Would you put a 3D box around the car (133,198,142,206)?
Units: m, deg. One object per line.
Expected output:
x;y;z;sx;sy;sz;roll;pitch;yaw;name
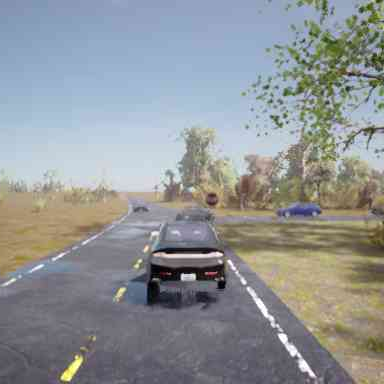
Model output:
-11.069;1.966;67.412;1.812;1.442;4.674;0;-1;-11;car

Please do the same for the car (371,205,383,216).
21.054;1.848;34.899;4.181;1.385;1.994;0;-1;-10;car

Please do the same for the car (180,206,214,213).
0.384;1.734;25.073;1.994;1.385;4.181;0;0;21;car

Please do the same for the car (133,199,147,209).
-8.302;1.912;52.892;1.994;1.385;4.181;0;0;-10;car

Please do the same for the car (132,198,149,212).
-6.623;1.833;43.108;2.033;1.411;5.357;0;0;-9;car

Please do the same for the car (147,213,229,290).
-0.151;1.555;9.259;2.128;1.511;4.902;0;0;-2;car

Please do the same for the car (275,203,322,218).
10.546;1.777;33.001;4.674;1.442;1.812;0;-1;-10;car
